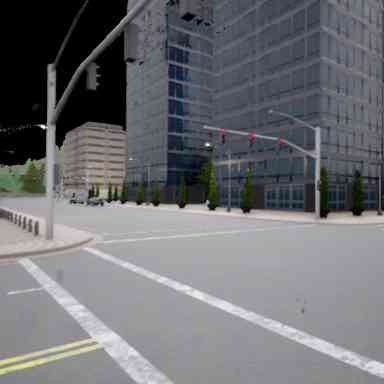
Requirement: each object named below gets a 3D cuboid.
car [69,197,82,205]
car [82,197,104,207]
[{"bbox_3d":[-22.310,1.734,64.525,2.033,1.411,5.357,1,-1,-33],"label":"car"},{"bbox_3d":[-16.337,1.691,56.015,1.837,1.490,4.892,1,-1,-35],"label":"car"}]
